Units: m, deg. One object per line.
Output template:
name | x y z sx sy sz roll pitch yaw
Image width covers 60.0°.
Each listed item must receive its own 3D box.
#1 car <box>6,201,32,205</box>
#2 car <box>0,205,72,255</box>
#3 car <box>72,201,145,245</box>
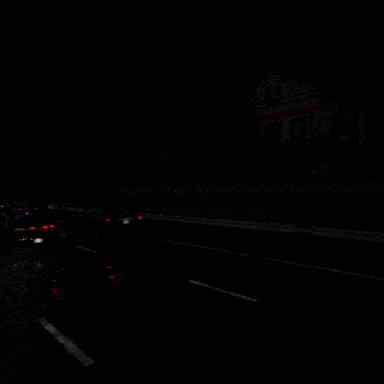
car | -14.257 1.484 27.210 1.882 1.535 5.008 -1 1 -41
car | -6.952 1.491 13.462 2.128 1.511 4.902 -1 1 -41
car | -4.172 1.297 15.592 2.097 1.767 4.553 -1 0 -41
